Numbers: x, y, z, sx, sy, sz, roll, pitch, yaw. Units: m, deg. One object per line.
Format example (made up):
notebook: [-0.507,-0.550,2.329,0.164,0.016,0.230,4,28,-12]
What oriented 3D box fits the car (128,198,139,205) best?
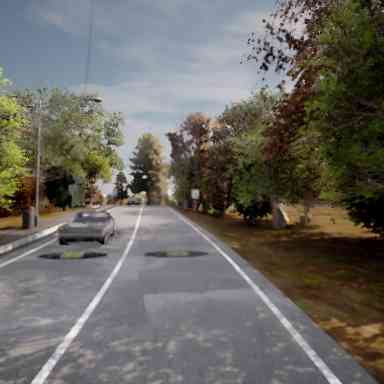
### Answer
car: [-10.759,1.811,61.454,1.994,1.385,4.181,0,-3,-8]

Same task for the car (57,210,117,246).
car: [-4.629,1.546,15.197,1.895,1.301,4.718,0,0,-7]
